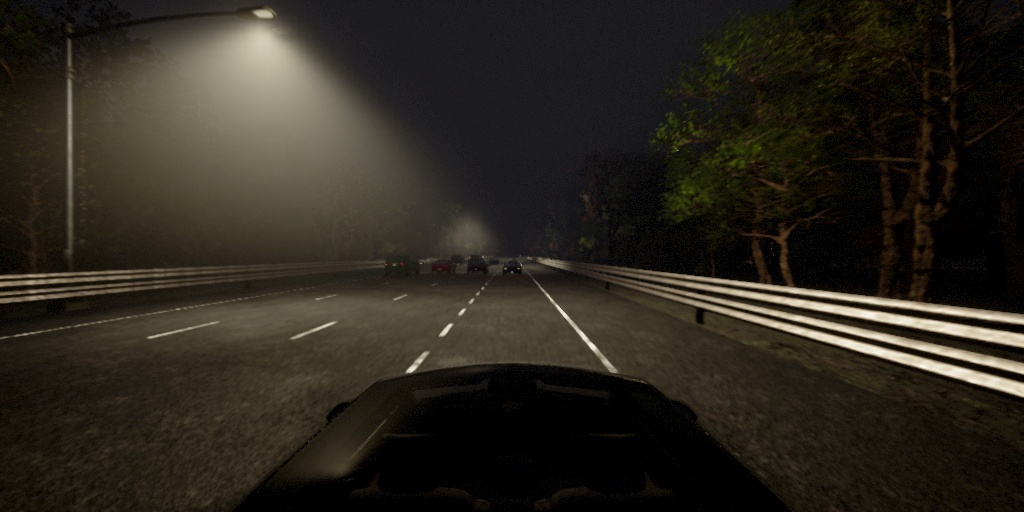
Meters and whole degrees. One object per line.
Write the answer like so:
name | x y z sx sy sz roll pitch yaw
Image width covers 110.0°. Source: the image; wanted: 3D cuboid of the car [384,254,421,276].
car | -10.484 0.857 34.626 2.150 2.045 5.566 0 1 0

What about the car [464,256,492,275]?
car | -3.460 1.102 37.018 1.882 1.535 5.008 0 0 1

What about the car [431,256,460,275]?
car | -6.960 1.102 36.999 1.882 1.535 5.008 0 0 1

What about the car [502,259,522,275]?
car | 0.026 1.229 35.977 1.895 1.301 4.718 0 0 0
